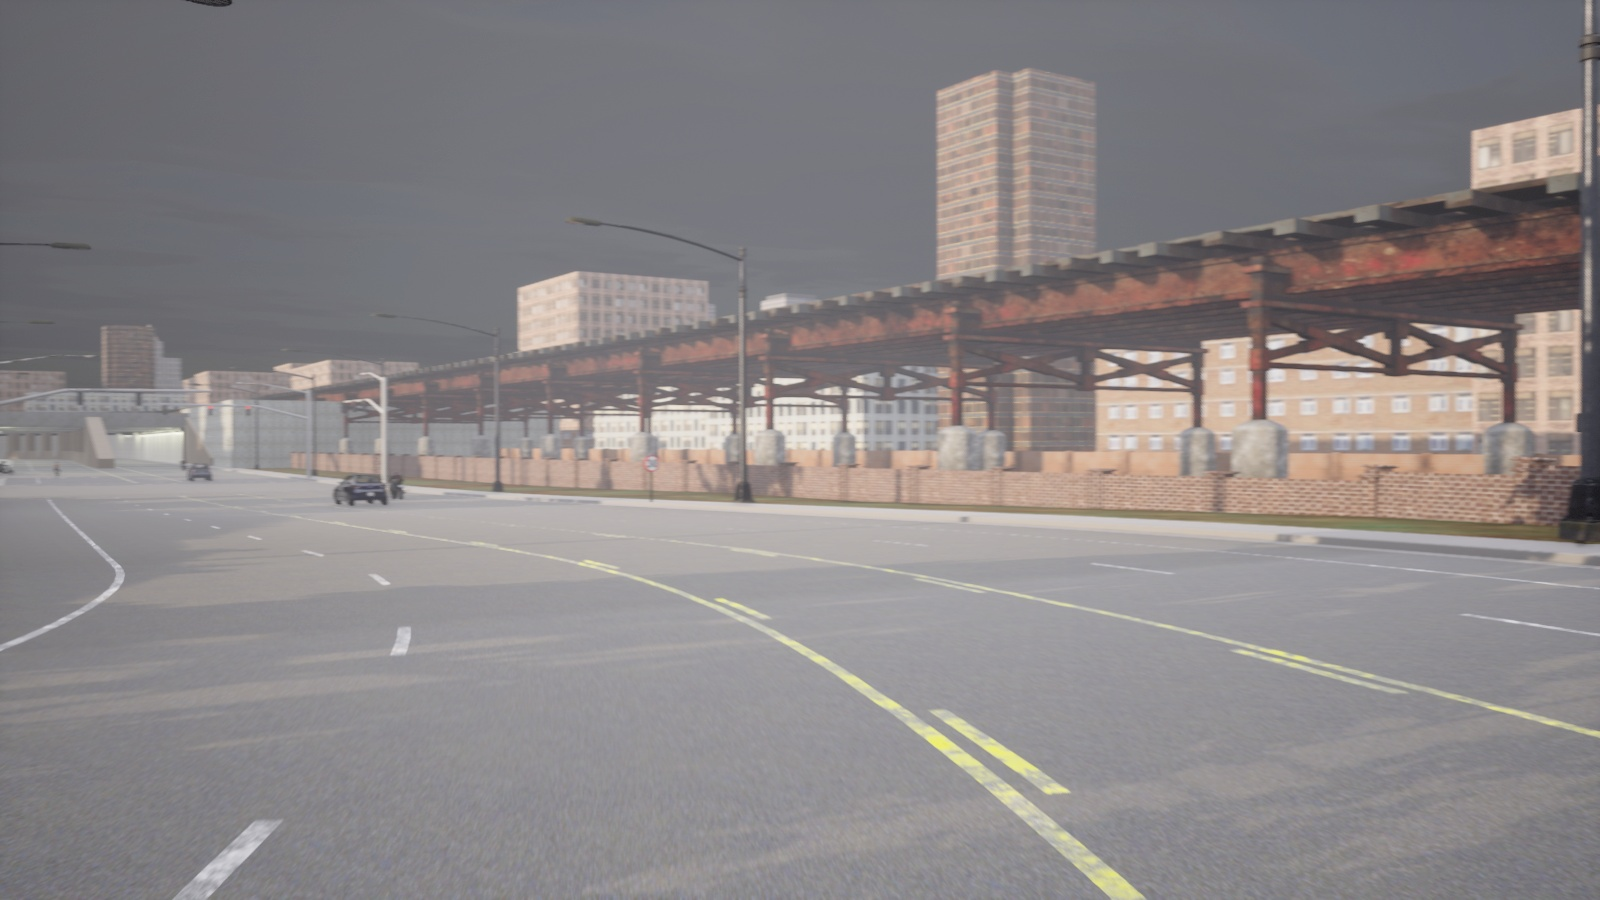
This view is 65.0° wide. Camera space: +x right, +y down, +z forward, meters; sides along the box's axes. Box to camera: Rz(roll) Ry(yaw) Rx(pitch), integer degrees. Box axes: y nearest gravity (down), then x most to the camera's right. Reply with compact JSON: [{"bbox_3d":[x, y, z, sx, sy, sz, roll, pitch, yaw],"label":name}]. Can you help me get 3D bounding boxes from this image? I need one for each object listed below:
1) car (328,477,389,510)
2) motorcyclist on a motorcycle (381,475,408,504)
[{"bbox_3d":[-20.918,2.032,59.442,1.816,1.474,4.193,-1,-1,-32],"label":"car"},{"bbox_3d":[-21.791,2.122,67.441,0.866,1.530,2.191,-1,-1,-32],"label":"motorcyclist on a motorcycle"}]
